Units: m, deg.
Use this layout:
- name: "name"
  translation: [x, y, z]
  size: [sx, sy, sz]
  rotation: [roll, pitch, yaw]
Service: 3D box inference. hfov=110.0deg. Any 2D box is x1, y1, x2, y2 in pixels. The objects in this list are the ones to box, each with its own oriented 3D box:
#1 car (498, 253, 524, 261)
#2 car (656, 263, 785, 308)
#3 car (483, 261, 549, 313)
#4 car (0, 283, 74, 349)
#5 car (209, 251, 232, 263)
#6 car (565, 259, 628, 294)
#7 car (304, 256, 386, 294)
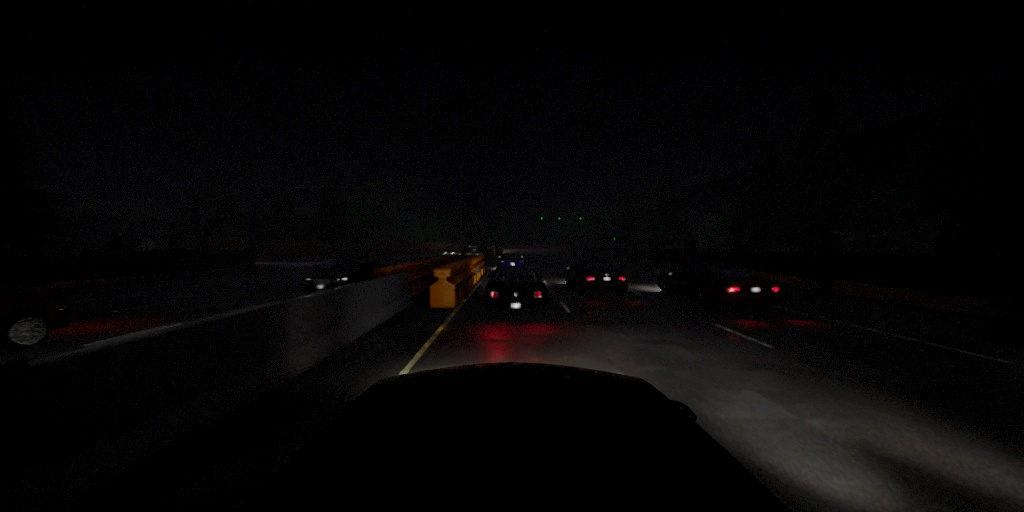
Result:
- name: "car"
  translation: [-0.109, 0.463, 27.486]
  size: [1.994, 1.385, 4.181]
  rotation: [0, 2, -4]
- name: "car"
  translation: [7.117, 0.946, 12.967]
  size: [2.033, 1.411, 5.357]
  rotation: [0, 2, 0]
- name: "car"
  translation: [0.115, 1.026, 12.222]
  size: [1.895, 1.301, 4.718]
  rotation: [0, 2, 0]
- name: "car"
  translation: [-10.594, 1.123, 5.710]
  size: [1.882, 1.535, 5.008]
  rotation: [0, 2, 0]
- name: "car"
  translation: [-32.941, 0.107, 38.859]
  size: [4.718, 1.301, 1.895]
  rotation: [0, 2, 0]
- name: "car"
  translation: [3.632, 0.835, 16.202]
  size: [2.033, 1.411, 5.357]
  rotation: [0, 2, 0]
- name: "car"
  translation: [-7.053, 0.796, 15.691]
  size: [2.128, 1.511, 4.902]
  rotation: [0, 2, 1]
